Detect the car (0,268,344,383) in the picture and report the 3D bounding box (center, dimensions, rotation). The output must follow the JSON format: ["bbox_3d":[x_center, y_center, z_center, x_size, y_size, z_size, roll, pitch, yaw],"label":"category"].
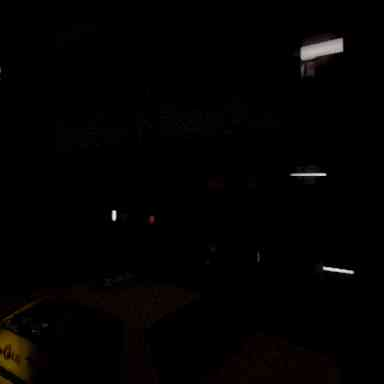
[{"bbox_3d":[-0.978,1.509,3.560,4.829,1.417,1.752,0,1,36],"label":"car"}]
